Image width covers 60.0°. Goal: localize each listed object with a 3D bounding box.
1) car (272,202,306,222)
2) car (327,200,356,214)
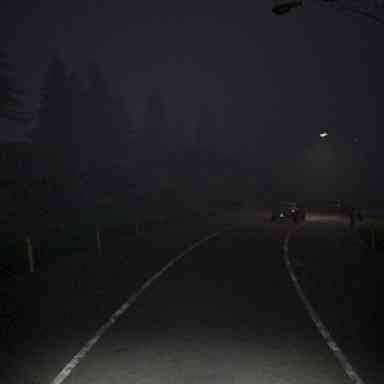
[{"bbox_3d":[7.628,1.504,26.120,1.812,1.442,4.674,3,1,29],"label":"car"},{"bbox_3d":[17.411,1.692,38.518,4.902,1.511,2.128,2,2,-44],"label":"car"}]
